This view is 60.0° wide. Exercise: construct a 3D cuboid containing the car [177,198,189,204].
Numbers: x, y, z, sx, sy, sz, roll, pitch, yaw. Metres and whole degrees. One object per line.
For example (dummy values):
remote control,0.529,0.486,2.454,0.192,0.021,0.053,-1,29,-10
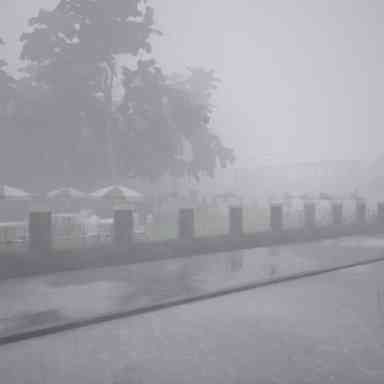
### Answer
car,-1.400,1.861,60.529,2.128,1.511,4.902,1,-1,-35
